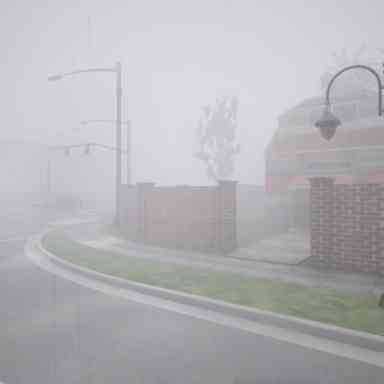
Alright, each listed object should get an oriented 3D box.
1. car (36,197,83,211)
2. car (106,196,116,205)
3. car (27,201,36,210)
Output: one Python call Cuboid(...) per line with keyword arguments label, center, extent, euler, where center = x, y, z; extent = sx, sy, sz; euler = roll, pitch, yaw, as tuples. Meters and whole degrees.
Cuboid(label="car", center=(-15.021, 1.374, 38.653), extent=(1.837, 1.490, 4.892), euler=(0, 1, 36))
Cuboid(label="car", center=(-10.696, 1.232, 50.186), extent=(1.837, 1.490, 4.892), euler=(0, 1, 37))
Cuboid(label="car", center=(-17.752, 1.397, 40.840), extent=(1.812, 1.442, 4.674), euler=(0, 1, 37))
